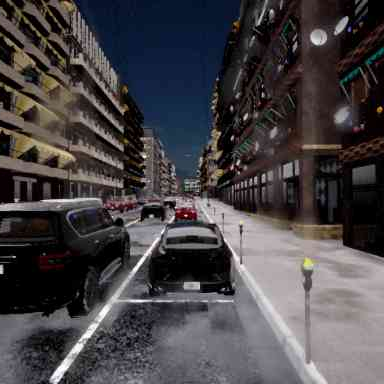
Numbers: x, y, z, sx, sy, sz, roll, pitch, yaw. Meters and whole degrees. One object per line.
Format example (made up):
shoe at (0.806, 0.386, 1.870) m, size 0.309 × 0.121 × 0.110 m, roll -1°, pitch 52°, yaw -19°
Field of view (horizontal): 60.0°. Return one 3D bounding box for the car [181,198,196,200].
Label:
car at (-0.438, 1.582, 31.754) m, size 1.887 × 1.381 × 4.507 m, roll 1°, pitch 0°, yaw 0°

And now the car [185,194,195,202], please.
car at (-0.472, 1.521, 81.536) m, size 2.192 × 1.841 × 5.009 m, roll 1°, pitch 0°, yaw 0°

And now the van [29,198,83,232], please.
van at (-8.312, 1.358, 20.753) m, size 1.690 × 1.788 × 3.998 m, roll 2°, pitch 0°, yaw 0°

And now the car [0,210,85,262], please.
car at (-5.870, 1.534, 13.068) m, size 1.812 × 1.442 × 4.674 m, roll 0°, pitch 0°, yaw 0°

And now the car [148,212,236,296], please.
car at (0.000, 1.509, 8.653) m, size 1.837 × 1.490 × 4.892 m, roll 0°, pitch 0°, yaw 0°

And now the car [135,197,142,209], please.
car at (-8.314, 1.379, 42.876) m, size 2.192 × 1.841 × 5.009 m, roll 1°, pitch 0°, yaw 0°

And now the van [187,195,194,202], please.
van at (-0.474, 1.575, 87.068) m, size 1.690 × 1.788 × 3.998 m, roll 1°, pitch 0°, yaw 0°

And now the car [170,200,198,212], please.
car at (-0.438, 1.572, 26.224) m, size 1.887 × 1.381 × 4.507 m, roll 1°, pitch 0°, yaw 0°

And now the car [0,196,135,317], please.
car at (-2.920, 1.227, 7.588) m, size 2.150 × 2.045 × 5.566 m, roll 0°, pitch 0°, yaw 0°

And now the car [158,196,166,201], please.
car at (-8.326, 1.846, 92.652) m, size 1.802 × 1.307 × 4.206 m, roll 1°, pitch 0°, yaw 0°

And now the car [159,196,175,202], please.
car at (-2.924, 1.542, 43.339) m, size 1.882 × 1.535 × 5.008 m, roll 0°, pitch 0°, yaw 0°

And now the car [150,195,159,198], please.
car at (-8.317, 1.471, 70.528) m, size 2.192 × 1.841 × 5.009 m, roll 1°, pitch 0°, yaw 0°

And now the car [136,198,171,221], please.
car at (-3.021, 1.533, 27.150) m, size 1.837 × 1.490 × 4.892 m, roll 0°, pitch 0°, yaw 0°

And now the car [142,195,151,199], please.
car at (-8.321, 1.660, 53.938) m, size 1.947 × 1.339 × 4.313 m, roll 1°, pitch 0°, yaw 0°

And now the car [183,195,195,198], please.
car at (-0.429, 1.490, 37.286) m, size 1.967 × 1.590 × 4.097 m, roll 1°, pitch 0°, yaw 0°

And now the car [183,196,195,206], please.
car at (-0.473, 1.553, 59.411) m, size 1.967 × 1.590 × 4.097 m, roll 1°, pitch 0°, yaw 0°

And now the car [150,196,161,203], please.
car at (-8.323, 1.725, 76.059) m, size 1.887 × 1.381 × 4.507 m, roll 1°, pitch 0°, yaw 0°

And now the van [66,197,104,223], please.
van at (-8.314, 1.368, 26.285) m, size 1.690 × 1.788 × 3.998 m, roll 1°, pitch 0°, yaw 0°
